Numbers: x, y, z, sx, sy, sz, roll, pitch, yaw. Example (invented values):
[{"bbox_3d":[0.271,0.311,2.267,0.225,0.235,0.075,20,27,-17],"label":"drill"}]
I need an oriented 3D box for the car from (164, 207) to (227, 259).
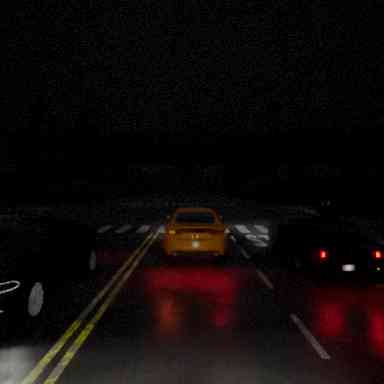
[{"bbox_3d":[0.097,1.256,11.657,1.882,1.535,5.008,0,1,0],"label":"car"}]

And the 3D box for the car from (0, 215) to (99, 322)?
[{"bbox_3d":[-3.522,1.340,7.210,1.882,1.535,5.008,0,1,1],"label":"car"}]

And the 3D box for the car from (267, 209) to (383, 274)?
[{"bbox_3d":[3.599,1.413,9.845,1.895,1.301,4.718,0,1,0],"label":"car"}]

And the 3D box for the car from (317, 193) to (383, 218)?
[{"bbox_3d":[11.169,0.860,23.127,4.553,1.767,2.097,0,1,0],"label":"car"}]
